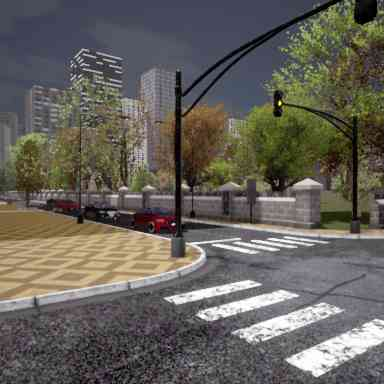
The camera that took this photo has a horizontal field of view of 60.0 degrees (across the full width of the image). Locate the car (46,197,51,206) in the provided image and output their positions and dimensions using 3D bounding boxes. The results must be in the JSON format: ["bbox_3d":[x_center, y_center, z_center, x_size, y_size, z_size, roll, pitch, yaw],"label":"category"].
[{"bbox_3d":[-24.118,1.668,58.059,2.128,1.511,4.902,0,-1,-34],"label":"car"}]

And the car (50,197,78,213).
[{"bbox_3d":[-14.427,1.583,38.114,1.882,1.535,5.008,0,0,-34],"label":"car"}]

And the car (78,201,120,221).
[{"bbox_3d":[-7.683,1.562,28.160,2.128,1.511,4.902,0,0,-34],"label":"car"}]

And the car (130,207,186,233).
[{"bbox_3d":[-2.138,1.606,19.990,1.994,1.385,4.181,0,0,-34],"label":"car"}]
